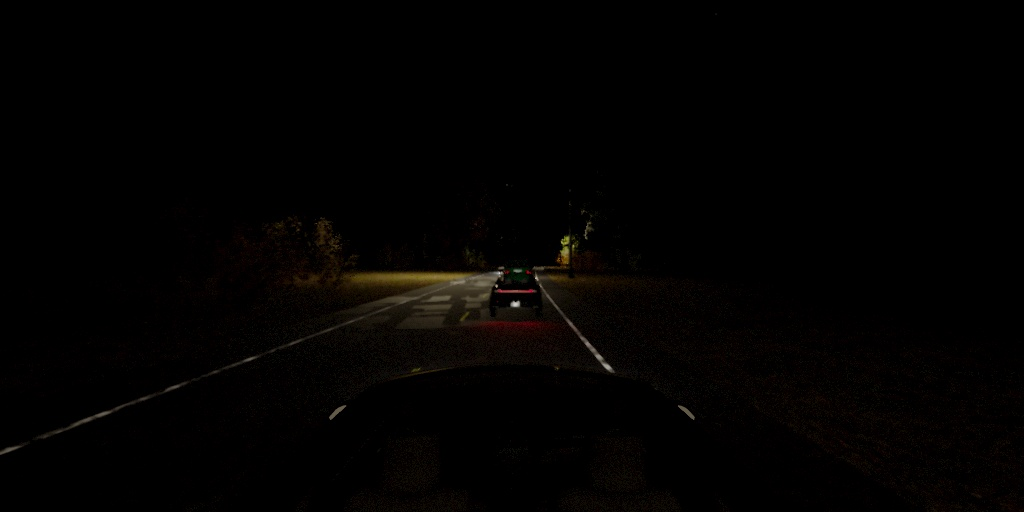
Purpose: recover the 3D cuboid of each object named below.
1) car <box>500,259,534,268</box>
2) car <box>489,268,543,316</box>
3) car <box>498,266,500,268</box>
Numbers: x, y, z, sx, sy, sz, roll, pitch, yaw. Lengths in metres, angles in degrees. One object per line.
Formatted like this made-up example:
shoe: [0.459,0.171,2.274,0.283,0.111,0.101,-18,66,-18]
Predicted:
car: [0.518,1.284,27.905,2.150,2.045,5.566,0,0,3]
car: [0.174,1.389,14.038,2.128,1.511,4.902,0,-1,2]
car: [-1.241,2.040,61.178,1.895,1.301,4.718,0,-1,5]
